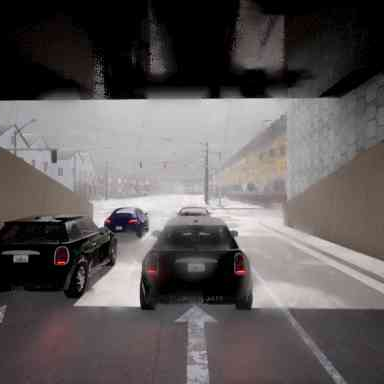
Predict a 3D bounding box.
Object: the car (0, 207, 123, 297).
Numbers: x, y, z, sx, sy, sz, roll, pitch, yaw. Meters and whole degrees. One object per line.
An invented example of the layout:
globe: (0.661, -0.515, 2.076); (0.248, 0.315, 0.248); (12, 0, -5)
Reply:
car: (-3.413, 1.352, 8.760); (2.097, 1.767, 4.553); (0, 0, 0)

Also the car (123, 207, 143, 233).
car: (-3.409, 1.526, 17.812); (1.812, 1.442, 4.674); (0, 0, 0)

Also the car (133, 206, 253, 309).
car: (0.081, 1.352, 7.997); (2.097, 1.767, 4.553); (0, 0, 0)

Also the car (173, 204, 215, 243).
car: (0.091, 1.478, 17.265); (1.882, 1.535, 5.008); (0, 0, 0)
